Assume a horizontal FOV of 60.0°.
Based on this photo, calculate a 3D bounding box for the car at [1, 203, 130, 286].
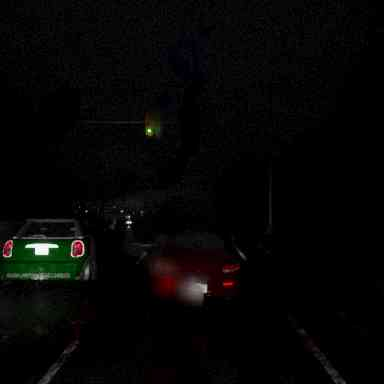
[{"bbox_3d":[-3.362,1.352,9.592,2.097,1.767,4.553,0,0,0],"label":"car"}]

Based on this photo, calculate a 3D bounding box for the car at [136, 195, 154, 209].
[{"bbox_3d":[-6.805,1.489,44.094,2.128,1.511,4.902,0,0,0],"label":"car"}]

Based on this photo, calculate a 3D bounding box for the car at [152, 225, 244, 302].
[{"bbox_3d":[0.131,1.526,8.126,1.812,1.442,4.674,0,0,0],"label":"car"}]

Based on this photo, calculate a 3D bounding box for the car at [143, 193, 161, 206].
[{"bbox_3d":[-6.707,1.454,55.096,1.837,1.490,4.892,0,1,0],"label":"car"}]

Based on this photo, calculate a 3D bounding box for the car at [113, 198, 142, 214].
[{"bbox_3d":[-6.880,1.599,34.934,1.895,1.301,4.718,0,0,0],"label":"car"}]

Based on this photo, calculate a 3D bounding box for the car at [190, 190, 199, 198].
[{"bbox_3d":[0.559,0.469,76.700,1.837,1.490,4.892,0,3,0],"label":"car"}]

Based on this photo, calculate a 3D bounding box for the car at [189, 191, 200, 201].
[{"bbox_3d":[0.576,0.842,66.621,2.097,1.767,4.553,0,3,0],"label":"car"}]

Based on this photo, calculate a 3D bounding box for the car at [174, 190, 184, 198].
[{"bbox_3d":[-2.944,0.507,76.490,2.128,1.511,4.902,0,3,0],"label":"car"}]

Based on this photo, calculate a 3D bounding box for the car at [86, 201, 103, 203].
[{"bbox_3d":[-10.388,1.599,35.093,1.895,1.301,4.718,0,0,1],"label":"car"}]

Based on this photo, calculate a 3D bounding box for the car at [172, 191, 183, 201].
[{"bbox_3d":[-2.926,0.982,66.380,1.882,1.535,5.008,0,3,1],"label":"car"}]

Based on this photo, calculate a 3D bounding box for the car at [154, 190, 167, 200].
[{"bbox_3d":[-6.503,0.576,69.219,2.150,2.045,5.566,0,3,0],"label":"car"}]

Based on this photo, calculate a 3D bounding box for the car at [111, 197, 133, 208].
[{"bbox_3d":[-10.261,1.545,49.012,2.033,1.411,5.357,0,0,1],"label":"car"}]

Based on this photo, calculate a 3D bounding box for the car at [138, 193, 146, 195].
[{"bbox_3d":[-10.045,1.009,66.459,1.837,1.490,4.892,0,3,1],"label":"car"}]
